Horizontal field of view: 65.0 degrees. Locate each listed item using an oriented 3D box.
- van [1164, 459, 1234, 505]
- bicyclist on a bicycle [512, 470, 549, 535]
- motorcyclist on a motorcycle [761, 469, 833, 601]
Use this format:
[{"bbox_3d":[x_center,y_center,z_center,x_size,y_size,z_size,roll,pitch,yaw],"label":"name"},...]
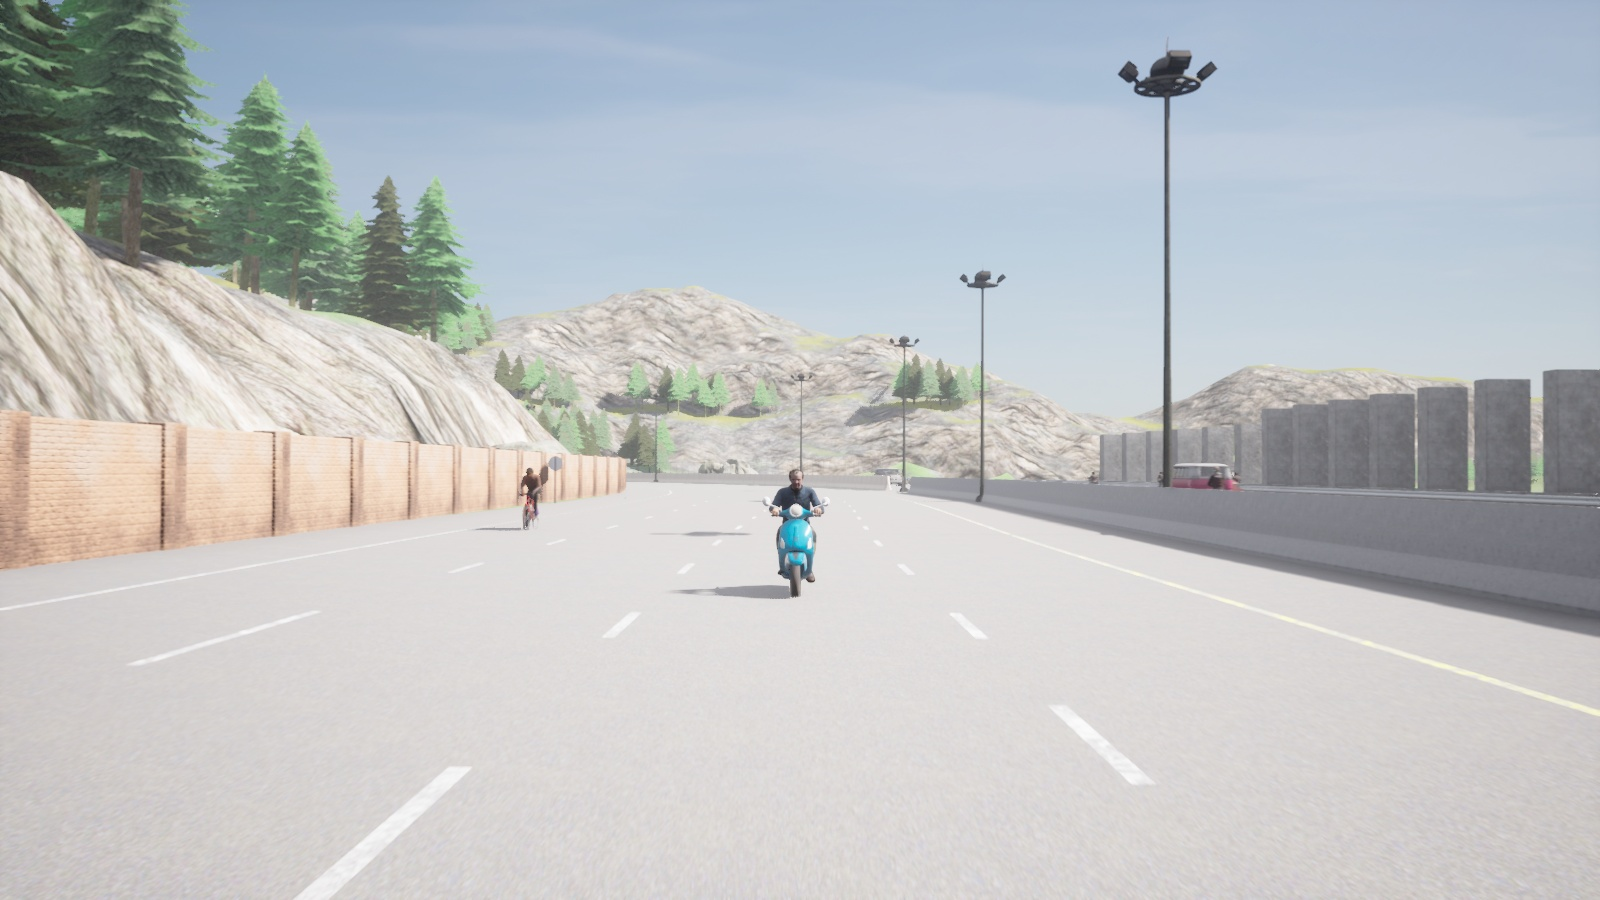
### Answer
[{"bbox_3d":[18.014,1.447,56.870,1.775,1.987,4.442,0,-1,1],"label":"van"},{"bbox_3d":[-6.944,1.338,32.421,0.582,1.620,1.656,0,-1,1],"label":"bicyclist on a bicycle"},{"bbox_3d":[-0.043,1.038,16.101,0.866,1.590,1.817,0,-1,0],"label":"motorcyclist on a motorcycle"}]
